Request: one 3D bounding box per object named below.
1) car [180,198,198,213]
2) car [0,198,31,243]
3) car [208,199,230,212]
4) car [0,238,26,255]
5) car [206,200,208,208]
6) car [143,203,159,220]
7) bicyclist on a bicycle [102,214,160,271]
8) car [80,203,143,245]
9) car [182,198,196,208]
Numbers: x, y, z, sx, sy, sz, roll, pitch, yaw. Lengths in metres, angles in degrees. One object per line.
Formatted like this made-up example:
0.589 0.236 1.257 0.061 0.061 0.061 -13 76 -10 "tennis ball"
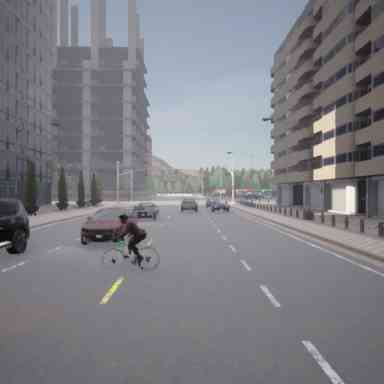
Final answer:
-0.313 1.491 37.770 2.128 1.511 4.902 0 0 -1 "car"
-7.193 1.223 10.422 2.150 2.045 5.566 0 0 -1 "car"
3.154 1.601 38.038 1.895 1.301 4.718 0 0 0 "car"
-3.611 1.491 2.618 2.128 1.511 4.902 0 0 -1 "car"
2.980 1.601 48.051 1.895 1.301 4.718 0 0 -1 "car"
-3.795 1.564 27.416 1.994 1.385 4.181 0 0 -1 "car"
-1.755 1.455 9.438 1.656 1.620 0.582 -2 0 -1 "bicyclist on a bicycle"
-3.759 1.478 15.829 1.882 1.535 5.008 0 1 -1 "car"
-0.458 1.547 48.150 2.033 1.411 5.357 0 0 -1 "car"
